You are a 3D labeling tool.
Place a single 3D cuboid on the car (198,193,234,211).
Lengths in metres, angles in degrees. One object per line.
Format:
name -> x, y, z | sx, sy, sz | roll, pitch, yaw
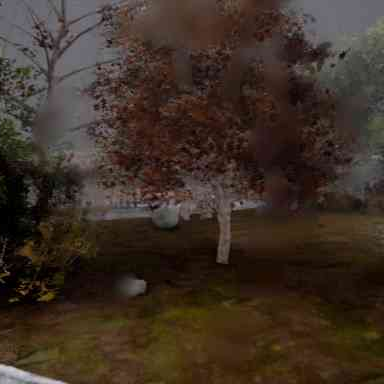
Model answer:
car -> 2.565, 1.152, 34.507 | 1.837, 1.490, 4.892 | 1, 1, 37
